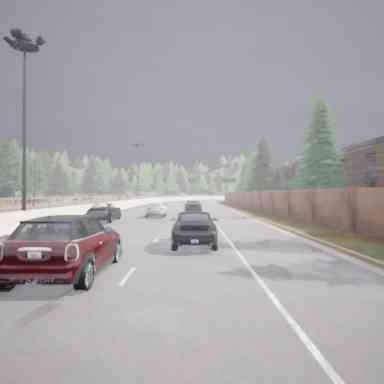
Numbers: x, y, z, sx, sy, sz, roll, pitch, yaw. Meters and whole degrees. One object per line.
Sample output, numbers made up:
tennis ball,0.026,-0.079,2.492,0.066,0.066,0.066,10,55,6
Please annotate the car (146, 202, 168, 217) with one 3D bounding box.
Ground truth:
car,-3.395,1.686,32.786,1.812,1.442,4.674,0,0,0

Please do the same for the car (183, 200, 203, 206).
car,0.104,1.688,36.714,1.837,1.490,4.892,0,0,0

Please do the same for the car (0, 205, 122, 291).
car,-3.402,1.396,9.309,2.097,1.767,4.553,0,0,0

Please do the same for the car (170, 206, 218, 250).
car,0.099,1.580,14.779,1.837,1.490,4.892,0,0,0

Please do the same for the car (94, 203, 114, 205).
car,-6.899,1.620,26.441,2.128,1.511,4.902,0,0,0
